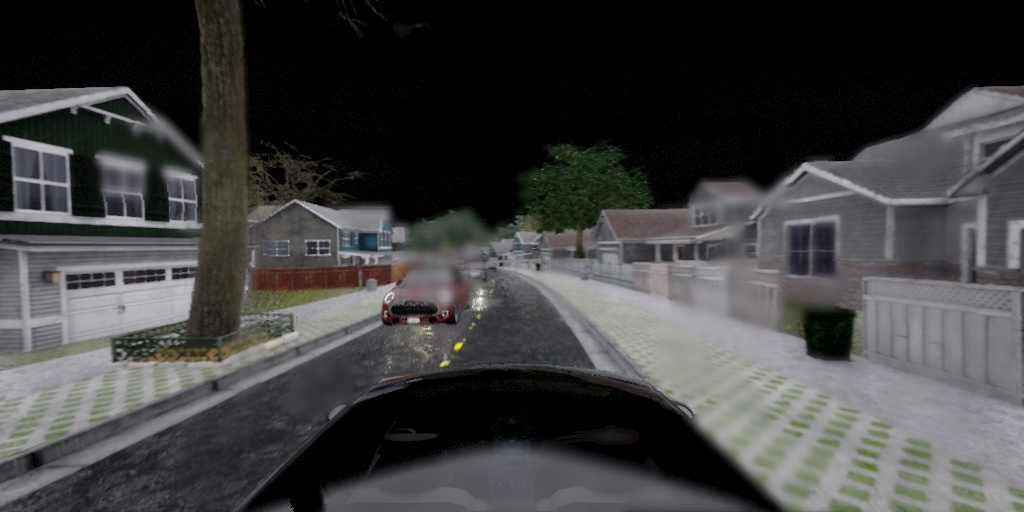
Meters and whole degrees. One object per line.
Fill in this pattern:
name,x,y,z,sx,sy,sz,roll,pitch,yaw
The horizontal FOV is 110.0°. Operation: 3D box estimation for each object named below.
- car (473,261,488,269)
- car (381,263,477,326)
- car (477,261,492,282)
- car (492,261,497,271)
car,-5.799,1.632,64.916,1.994,1.385,4.181,-1,0,-15
car,-2.590,1.140,11.879,2.097,1.767,4.553,-1,0,1
car,-2.997,1.333,30.049,2.128,1.511,4.902,-1,0,-4
car,-3.503,1.502,54.606,2.033,1.411,5.357,-1,0,-12
